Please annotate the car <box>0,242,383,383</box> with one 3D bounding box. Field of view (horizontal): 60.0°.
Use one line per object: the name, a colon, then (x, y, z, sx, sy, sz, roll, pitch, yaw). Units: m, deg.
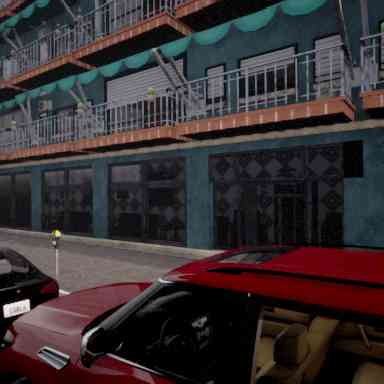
car: (0.618, 1.315, 2.295, 5.009, 1.841, 2.192, 0, -1, 36)
